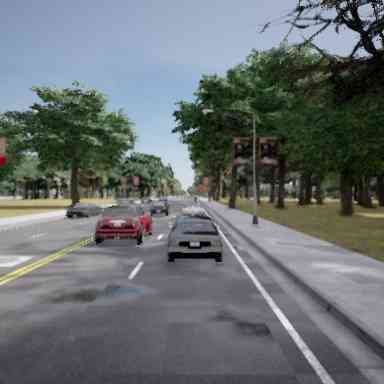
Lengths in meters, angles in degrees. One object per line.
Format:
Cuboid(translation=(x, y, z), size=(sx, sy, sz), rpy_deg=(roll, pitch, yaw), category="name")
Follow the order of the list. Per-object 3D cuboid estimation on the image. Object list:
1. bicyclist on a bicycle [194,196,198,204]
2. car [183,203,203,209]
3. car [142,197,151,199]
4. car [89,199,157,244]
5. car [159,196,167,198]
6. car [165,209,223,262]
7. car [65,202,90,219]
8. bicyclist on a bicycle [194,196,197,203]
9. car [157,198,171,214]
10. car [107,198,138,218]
Cuboid(translation=(0.874, 1.734, 72.886), size=(0.582, 1.620, 1.656), rpy_deg=(0, -1, 0), category="bicyclist on a bicycle")
Cuboid(translation=(0.091, 1.708, 31.058), size=(1.895, 1.301, 4.718), rpy_deg=(0, 0, 0), category="car")
Cuboid(translation=(-9.771, 1.759, 71.360), size=(2.128, 1.511, 4.902), rpy_deg=(0, 0, 0), category="car")
Cuboid(translation=(-3.161, 1.408, 16.262), size=(2.097, 1.767, 4.553), rpy_deg=(0, 0, 0), category="car")
Cuboid(translation=(-6.522, 1.683, 74.419), size=(1.882, 1.535, 5.008), rpy_deg=(0, 0, 0), category="car")
Cuboid(translation=(0.089, 1.590, 12.305), size=(2.033, 1.411, 5.357), rpy_deg=(0, 0, 0), category="car")
Cuboid(translation=(-9.858, 1.653, 30.686), size=(2.033, 1.411, 5.357), rpy_deg=(0, 0, 0), category="car")
Cuboid(translation=(0.867, 1.759, 81.887), size=(0.866, 1.612, 1.509), rpy_deg=(0, 0, 0), category="bicyclist on a bicycle")
Cuboid(translation=(-3.163, 1.643, 33.708), size=(1.812, 1.442, 4.674), rpy_deg=(0, 0, 0), category="car")
Cuboid(translation=(-6.607, 1.464, 32.180), size=(2.097, 1.767, 4.553), rpy_deg=(0, 0, 0), category="car")
